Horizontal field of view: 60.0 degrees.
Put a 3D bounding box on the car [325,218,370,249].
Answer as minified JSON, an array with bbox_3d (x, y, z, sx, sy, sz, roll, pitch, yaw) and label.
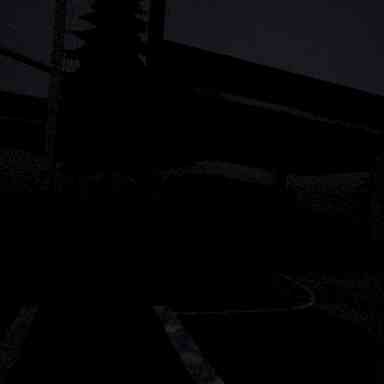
[{"bbox_3d":[11.026,2.807,22.899,1.905,1.878,3.866,4,-2,-17],"label":"car"}]

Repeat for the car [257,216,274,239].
[{"bbox_3d":[4.351,2.615,25.412,2.242,1.667,4.611,4,-2,-17],"label":"car"}]
